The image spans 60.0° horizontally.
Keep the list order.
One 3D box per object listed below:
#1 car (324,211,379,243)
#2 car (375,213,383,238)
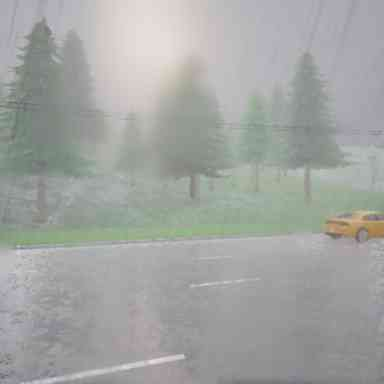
[{"bbox_3d":[9.414,1.753,17.735,5.008,1.535,1.882,0,-1,-21],"label":"car"},{"bbox_3d":[10.574,1.734,14.431,4.674,1.442,1.812,0,-1,-21],"label":"car"}]
